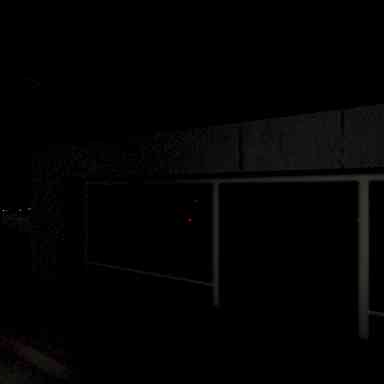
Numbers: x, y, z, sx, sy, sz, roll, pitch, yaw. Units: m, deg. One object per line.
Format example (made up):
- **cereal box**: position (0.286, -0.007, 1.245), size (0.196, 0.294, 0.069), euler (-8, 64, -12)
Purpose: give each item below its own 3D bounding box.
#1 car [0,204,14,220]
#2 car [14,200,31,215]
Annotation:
- **car**: position (-15.470, 1.579, 23.619), size (1.994, 1.385, 4.181), euler (0, 0, 33)
- **car**: position (-15.239, 1.520, 30.688), size (1.837, 1.490, 4.892), euler (0, 0, 34)
